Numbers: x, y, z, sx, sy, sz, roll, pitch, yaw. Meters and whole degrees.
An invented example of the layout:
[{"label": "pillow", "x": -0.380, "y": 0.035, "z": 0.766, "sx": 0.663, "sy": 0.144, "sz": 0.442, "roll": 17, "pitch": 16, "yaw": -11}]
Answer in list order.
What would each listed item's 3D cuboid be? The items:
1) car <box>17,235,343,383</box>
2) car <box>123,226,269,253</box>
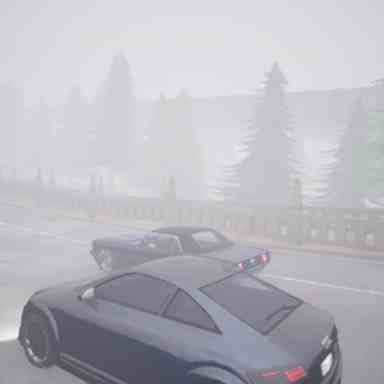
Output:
[{"label": "car", "x": -0.375, "y": 1.548, "z": 4.260, "sx": 4.181, "sy": 1.385, "sz": 1.994, "roll": 0, "pitch": 0, "yaw": 35}, {"label": "car", "x": -0.523, "y": 1.551, "z": 8.664, "sx": 4.718, "sy": 1.301, "sz": 1.895, "roll": 1, "pitch": 1, "yaw": 35}]
